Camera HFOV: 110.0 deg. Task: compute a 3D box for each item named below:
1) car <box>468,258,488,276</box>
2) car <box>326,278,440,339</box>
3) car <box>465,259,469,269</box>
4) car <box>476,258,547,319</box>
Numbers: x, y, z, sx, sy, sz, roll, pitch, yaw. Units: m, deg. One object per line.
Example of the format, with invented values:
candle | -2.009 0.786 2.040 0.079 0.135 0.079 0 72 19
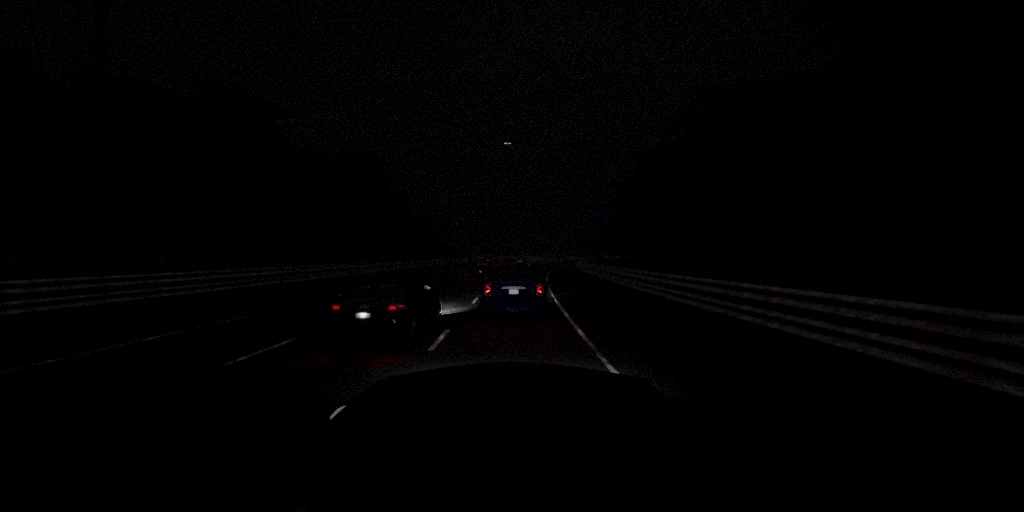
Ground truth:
car | -2.819 1.215 35.257 1.812 1.442 4.674 0 0 2
car | -3.351 1.308 10.108 1.994 1.385 4.181 0 0 0
car | -5.746 1.116 52.953 2.128 1.511 4.902 0 0 2
car | 0.077 1.095 12.942 2.097 1.767 4.553 0 0 1
